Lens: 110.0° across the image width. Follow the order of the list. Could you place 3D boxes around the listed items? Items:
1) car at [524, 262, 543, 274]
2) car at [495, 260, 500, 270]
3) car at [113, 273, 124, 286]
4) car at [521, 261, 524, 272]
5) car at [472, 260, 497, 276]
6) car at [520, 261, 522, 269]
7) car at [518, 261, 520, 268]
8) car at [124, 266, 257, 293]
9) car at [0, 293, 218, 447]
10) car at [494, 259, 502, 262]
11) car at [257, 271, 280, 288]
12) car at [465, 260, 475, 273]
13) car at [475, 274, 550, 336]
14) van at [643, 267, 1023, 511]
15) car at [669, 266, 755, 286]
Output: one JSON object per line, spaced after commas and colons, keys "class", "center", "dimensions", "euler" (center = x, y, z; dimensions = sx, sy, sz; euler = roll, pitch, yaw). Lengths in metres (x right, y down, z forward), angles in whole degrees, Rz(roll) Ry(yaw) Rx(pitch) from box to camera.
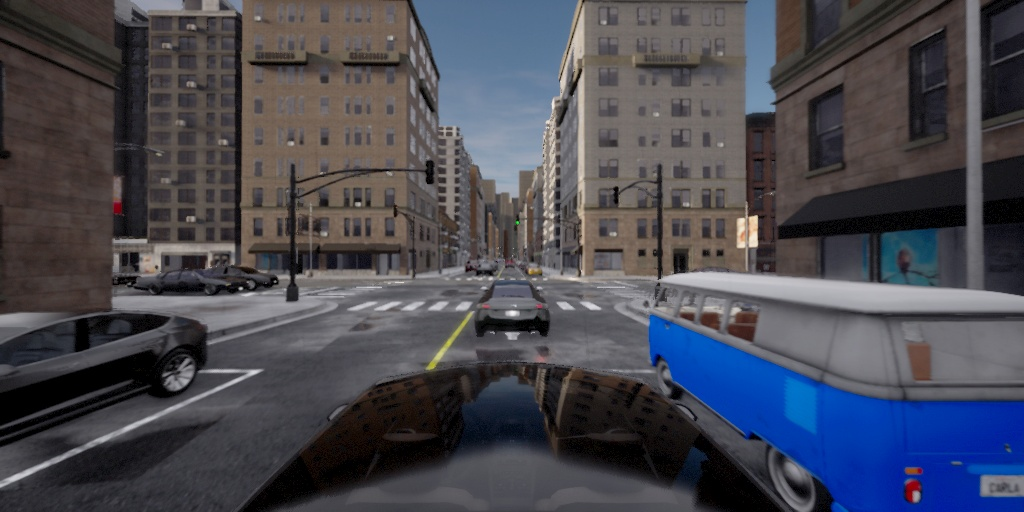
{"class": "car", "center": [2.732, 1.640, 43.282], "dimensions": [1.751, 1.417, 4.829], "euler": [0, 0, -1]}
{"class": "car", "center": [-3.331, 1.693, 53.311], "dimensions": [2.128, 1.511, 4.902], "euler": [0, 0, 0]}
{"class": "car", "center": [-27.229, 1.492, 23.442], "dimensions": [4.718, 1.301, 1.895], "euler": [0, 0, 0]}
{"class": "car", "center": [2.670, 1.602, 48.637], "dimensions": [1.967, 1.591, 4.097], "euler": [0, 0, -1]}
{"class": "car", "center": [-3.217, 1.591, 42.935], "dimensions": [1.882, 1.535, 5.008], "euler": [0, 0, 1]}
{"class": "car", "center": [2.605, 1.759, 54.163], "dimensions": [2.007, 1.370, 4.403], "euler": [0, 0, -1]}
{"class": "car", "center": [2.541, 1.820, 59.688], "dimensions": [1.948, 1.339, 4.313], "euler": [0, 0, -1]}
{"class": "car", "center": [-17.987, 1.447, 20.275], "dimensions": [5.357, 1.411, 2.033], "euler": [0, 0, 0]}
{"class": "car", "center": [-5.666, 1.335, 3.932], "dimensions": [1.948, 1.339, 4.313], "euler": [0, 0, 0]}
{"class": "car", "center": [-3.408, 1.776, 63.273], "dimensions": [2.128, 1.511, 4.902], "euler": [0, 0, 0]}
{"class": "car", "center": [-17.970, 1.425, 23.527], "dimensions": [4.892, 1.490, 1.837], "euler": [0, 0, -1]}
{"class": "car", "center": [-5.919, 1.522, 54.064], "dimensions": [2.192, 1.841, 5.009], "euler": [0, 0, -1]}
{"class": "car", "center": [-0.010, 1.394, 10.762], "dimensions": [1.994, 1.385, 4.181], "euler": [0, -1, -1]}
{"class": "van", "center": [2.859, 1.111, 3.924], "dimensions": [1.690, 1.789, 3.998], "euler": [0, 0, 0]}
{"class": "car", "center": [15.107, 1.521, 27.295], "dimensions": [5.357, 1.411, 2.033], "euler": [0, 0, -1]}
